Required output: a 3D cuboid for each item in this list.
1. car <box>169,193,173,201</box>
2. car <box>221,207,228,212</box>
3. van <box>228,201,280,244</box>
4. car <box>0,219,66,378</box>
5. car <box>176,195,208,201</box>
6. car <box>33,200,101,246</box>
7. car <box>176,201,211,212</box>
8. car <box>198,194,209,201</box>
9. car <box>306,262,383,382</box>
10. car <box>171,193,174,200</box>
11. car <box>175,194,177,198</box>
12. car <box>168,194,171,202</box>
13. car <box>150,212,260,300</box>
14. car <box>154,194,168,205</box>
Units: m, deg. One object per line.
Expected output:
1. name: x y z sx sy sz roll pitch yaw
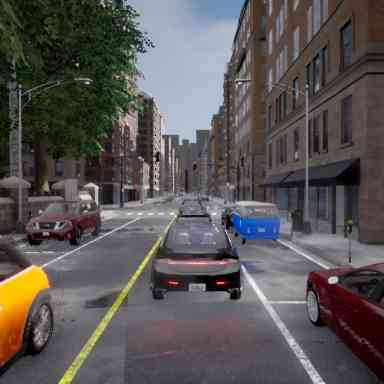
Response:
1. car: -5.695 1.493 70.017 1.887 1.381 4.507 0 0 0
2. car: 2.848 1.557 21.130 1.947 1.339 4.313 0 0 0
3. van: 2.849 1.336 15.469 1.690 1.788 3.998 0 0 0
4. car: -3.100 1.351 3.012 2.097 1.767 4.553 0 0 0
5. car: -0.011 1.338 27.486 2.097 1.767 4.553 0 0 0
6. car: -5.676 1.310 15.426 2.192 1.841 5.009 0 0 0
7. car: 0.092 1.485 18.309 2.128 1.511 4.902 0 0 0
8. car: 2.827 1.387 75.506 1.967 1.590 4.097 0 0 0
9. car: 2.853 1.544 4.149 1.887 1.381 4.507 0 0 0
10. car: -5.697 1.491 75.468 1.887 1.381 4.507 0 0 0
11. car: -5.701 1.496 86.369 2.008 1.369 4.403 0 0 0
12. car: -5.693 1.502 64.566 2.008 1.369 4.403 0 0 0
13. car: 0.097 1.490 8.370 2.128 1.511 4.902 0 0 0
14. car: -5.691 1.480 58.945 1.752 1.417 4.829 0 0 0
